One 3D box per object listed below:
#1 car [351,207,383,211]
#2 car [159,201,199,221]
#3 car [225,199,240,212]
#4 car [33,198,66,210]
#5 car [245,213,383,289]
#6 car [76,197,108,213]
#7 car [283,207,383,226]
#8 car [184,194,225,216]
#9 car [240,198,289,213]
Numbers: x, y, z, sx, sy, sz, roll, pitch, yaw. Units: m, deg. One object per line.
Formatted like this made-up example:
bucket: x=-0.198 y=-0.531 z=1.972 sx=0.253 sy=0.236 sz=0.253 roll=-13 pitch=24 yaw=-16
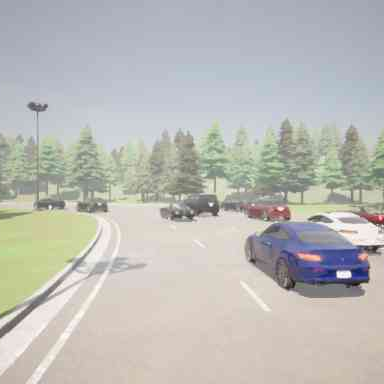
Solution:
car: x=11.219 y=1.614 z=22.052 sx=1.895 sy=1.301 sz=4.718 roll=0 pitch=0 yaw=-13
car: x=-1.341 y=1.618 z=27.559 sx=1.895 sy=1.301 sz=4.718 roll=0 pitch=0 yaw=-20
car: x=5.230 y=1.516 z=38.676 sx=2.128 sy=1.511 sz=4.902 roll=0 pitch=0 yaw=-28
car: x=-18.832 y=1.532 z=43.876 sx=4.892 sy=1.490 sz=1.837 roll=0 pitch=0 yaw=30
car: x=2.856 y=1.531 z=9.111 sx=1.812 sy=1.442 sz=4.674 roll=0 pitch=0 yaw=-6
car: x=-11.319 y=1.375 z=37.449 sx=2.097 sy=1.767 sz=4.553 roll=0 pitch=0 yaw=-41
car: x=5.734 y=1.534 z=13.665 sx=1.812 sy=1.442 sz=4.674 roll=0 pitch=0 yaw=-9
car: x=0.604 y=1.244 z=31.933 sx=2.150 sy=2.045 sz=5.566 roll=0 pitch=0 yaw=-24
car: x=6.104 y=1.368 z=27.268 sx=2.097 sy=1.767 sz=4.553 roll=0 pitch=0 yaw=-17
